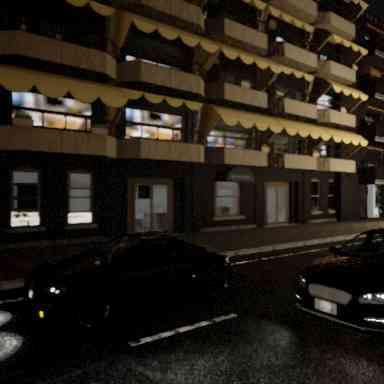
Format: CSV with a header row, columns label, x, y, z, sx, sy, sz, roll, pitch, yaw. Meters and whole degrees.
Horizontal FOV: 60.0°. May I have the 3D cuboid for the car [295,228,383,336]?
label,x,y,z,sx,sy,sz,roll,pitch,yaw
car,4.069,1.511,6.567,4.902,1.511,2.128,0,0,-35

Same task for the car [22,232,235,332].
label,x,y,z,sx,sy,sz,roll,pitch,yaw
car,-1.132,1.572,6.861,4.181,1.385,1.994,0,0,-35
